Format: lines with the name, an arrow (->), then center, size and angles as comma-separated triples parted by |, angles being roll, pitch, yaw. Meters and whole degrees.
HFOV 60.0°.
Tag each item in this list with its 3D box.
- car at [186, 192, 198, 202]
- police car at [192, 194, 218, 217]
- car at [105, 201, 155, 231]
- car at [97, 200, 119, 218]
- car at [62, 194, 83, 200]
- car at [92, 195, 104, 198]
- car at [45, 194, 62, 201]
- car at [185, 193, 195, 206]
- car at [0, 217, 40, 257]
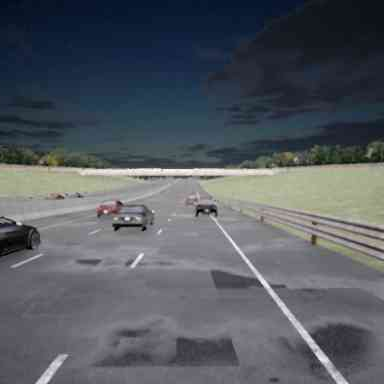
car -> -0.003, 0.957, 64.413 | 2.097, 1.767, 4.553 | 0, 1, 0
police car -> 1.227, 1.300, 29.683 | 1.930, 1.638, 5.238 | 0, 0, 0
car -> -3.399, 1.451, 19.958 | 2.033, 1.411, 5.357 | 0, 0, 0
car -> -6.898, 1.402, 28.910 | 1.812, 1.442, 4.674 | 0, 0, 0
car -> -21.021, 1.190, 59.704 | 1.837, 1.490, 4.892 | 0, 1, 1
car -> -17.524, 1.209, 62.059 | 1.994, 1.385, 4.181 | 0, 1, 1
car -> -24.519, 1.168, 59.401 | 1.882, 1.535, 5.008 | 0, 1, 1
car -> -0.001, 1.296, 49.648 | 2.128, 1.511, 4.902 | 0, 0, 0
car -> -6.900, 1.504, 11.265 | 1.994, 1.385, 4.181 | 0, 0, 0
